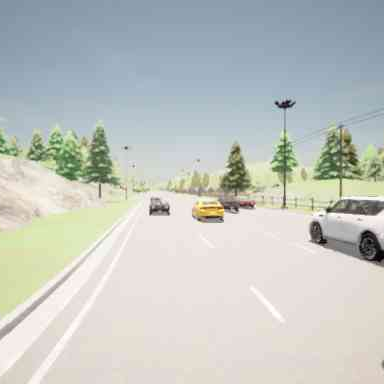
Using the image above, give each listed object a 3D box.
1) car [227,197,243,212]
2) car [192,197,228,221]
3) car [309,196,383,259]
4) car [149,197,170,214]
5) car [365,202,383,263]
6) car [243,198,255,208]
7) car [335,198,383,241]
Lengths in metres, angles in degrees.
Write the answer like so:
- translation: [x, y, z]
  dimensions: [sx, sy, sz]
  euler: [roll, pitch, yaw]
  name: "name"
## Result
- translation: [3.573, 1.297, 34.808]
  dimensions: [1.837, 1.490, 4.892]
  euler: [0, 0, -7]
  name: "car"
- translation: [1.145, 1.325, 25.618]
  dimensions: [1.882, 1.535, 5.008]
  euler: [0, 0, -7]
  name: "car"
- translation: [6.347, 1.149, 11.975]
  dimensions: [2.150, 2.045, 5.566]
  euler: [0, 0, -7]
  name: "car"
- translation: [-3.193, 1.408, 32.440]
  dimensions: [1.895, 1.301, 4.718]
  euler: [0, 0, -7]
  name: "car"
- translation: [3.536, 1.209, 1.743]
  dimensions: [2.150, 2.045, 5.566]
  euler: [0, 0, -2]
  name: "car"
- translation: [6.286, 1.353, 41.602]
  dimensions: [1.895, 1.301, 4.718]
  euler: [0, 0, -7]
  name: "car"
- translation: [9.246, 1.253, 16.381]
  dimensions: [2.097, 1.767, 4.553]
  euler: [0, 0, -6]
  name: "car"
